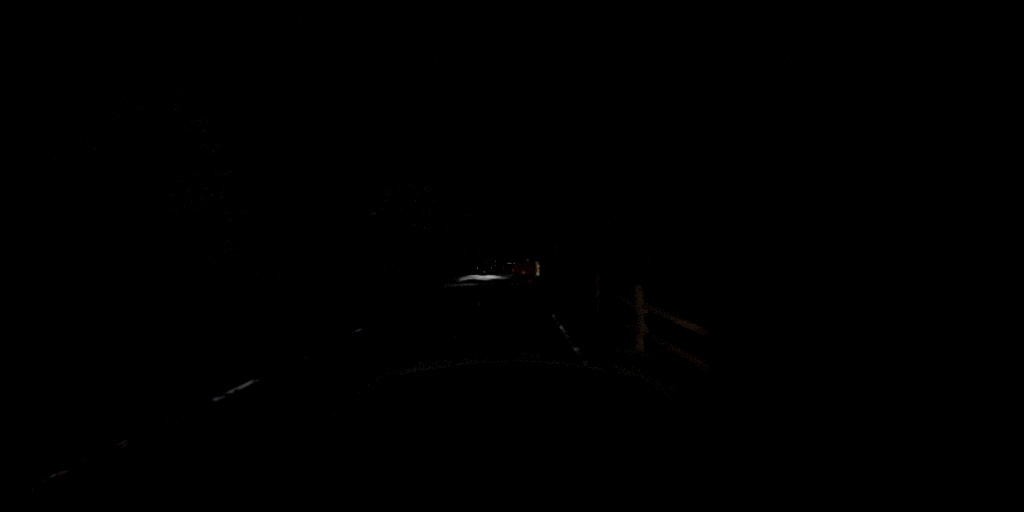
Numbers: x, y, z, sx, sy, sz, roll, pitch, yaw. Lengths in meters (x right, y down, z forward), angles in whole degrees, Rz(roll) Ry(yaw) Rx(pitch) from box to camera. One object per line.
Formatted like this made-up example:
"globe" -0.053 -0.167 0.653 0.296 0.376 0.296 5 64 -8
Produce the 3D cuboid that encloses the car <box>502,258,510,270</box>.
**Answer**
"car" 0.014 1.180 51.115 2.128 1.511 4.902 0 0 0

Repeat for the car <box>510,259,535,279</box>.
"car" 0.967 1.202 31.899 1.882 1.535 5.008 0 0 0

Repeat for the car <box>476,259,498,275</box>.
"car" -2.837 1.313 39.194 1.895 1.301 4.718 0 0 0
